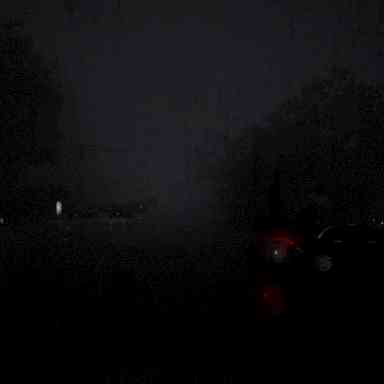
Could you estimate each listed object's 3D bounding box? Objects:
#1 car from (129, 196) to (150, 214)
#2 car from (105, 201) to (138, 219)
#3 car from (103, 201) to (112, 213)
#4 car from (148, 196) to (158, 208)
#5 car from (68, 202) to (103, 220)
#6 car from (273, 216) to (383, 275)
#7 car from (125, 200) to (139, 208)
[{"bbox_3d":[-7.130,1.810,42.935,2.097,1.767,4.553,0,0,0],"label":"car"},{"bbox_3d":[-7.109,1.933,33.867,1.994,1.385,4.181,0,-1,0],"label":"car"},{"bbox_3d":[-10.625,1.929,42.079,1.882,1.535,5.008,0,0,0],"label":"car"},{"bbox_3d":[-7.300,1.793,58.656,2.150,2.045,5.566,0,0,-1],"label":"car"},{"bbox_3d":[-10.620,1.882,32.791,1.812,1.442,4.674,0,-1,1],"label":"car"},{"bbox_3d":[5.020,1.631,10.337,4.892,1.490,1.837,0,-1,-3],"label":"car"},{"bbox_3d":[-10.839,2.143,60.200,1.994,1.385,4.181,0,0,-2],"label":"car"}]
